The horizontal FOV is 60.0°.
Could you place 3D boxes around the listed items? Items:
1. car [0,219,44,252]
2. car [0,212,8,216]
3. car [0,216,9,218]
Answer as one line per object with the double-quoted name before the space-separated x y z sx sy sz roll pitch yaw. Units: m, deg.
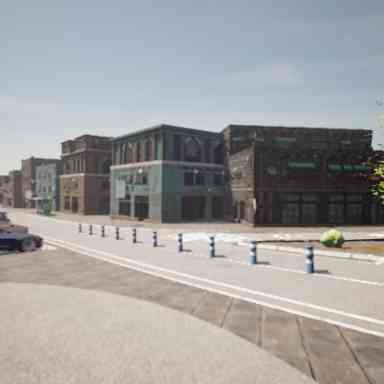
"car" -9.368 2.156 15.154 4.792 1.488 2.163 0 -4 -37
"car" -16.115 2.495 24.019 5.566 2.045 2.435 0 -3 -37
"car" -14.403 2.602 21.799 5.008 1.535 2.097 0 -3 -37
